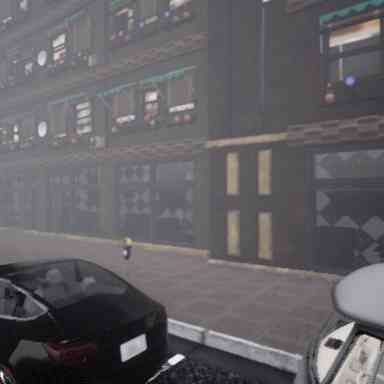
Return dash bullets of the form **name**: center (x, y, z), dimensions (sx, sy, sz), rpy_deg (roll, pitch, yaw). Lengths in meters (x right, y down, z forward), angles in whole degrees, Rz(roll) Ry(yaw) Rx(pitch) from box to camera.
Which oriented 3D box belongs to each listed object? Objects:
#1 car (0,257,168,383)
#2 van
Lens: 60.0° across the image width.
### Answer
- **car**: center (-2.268, 1.579, 4.498), dimensions (4.313, 1.339, 1.947), rpy_deg (0, 0, 35)
- **van**: center (2.341, 1.337, 1.212), dimensions (3.998, 1.788, 1.690), rpy_deg (0, 0, 36)
